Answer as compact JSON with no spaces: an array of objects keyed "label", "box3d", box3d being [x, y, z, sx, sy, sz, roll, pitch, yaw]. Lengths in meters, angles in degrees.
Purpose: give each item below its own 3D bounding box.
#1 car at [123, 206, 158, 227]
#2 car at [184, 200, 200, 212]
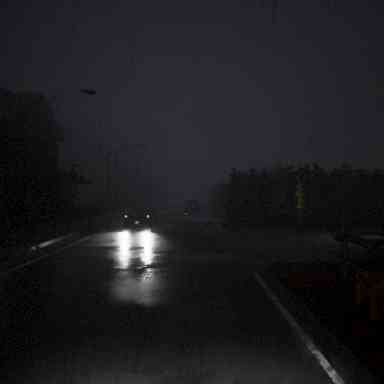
[{"label":"car","box3d":[-3.580,1.681,23.835,1.895,1.301,4.718,0,0,0]},{"label":"car","box3d":[0.035,1.682,40.324,2.033,1.411,5.357,0,0,-1]}]
